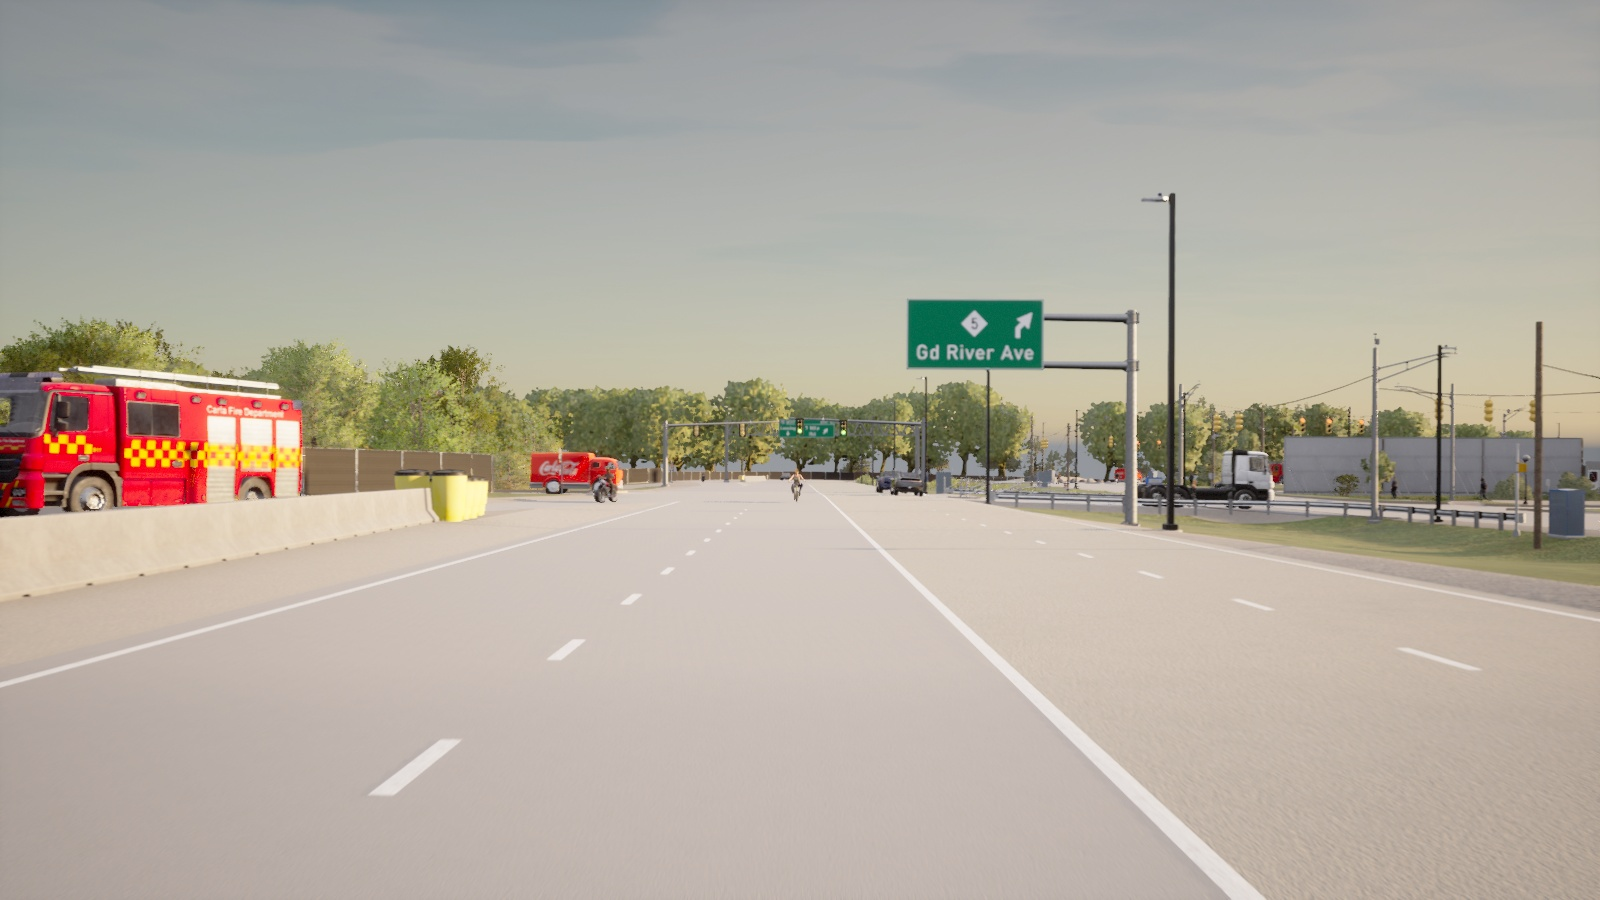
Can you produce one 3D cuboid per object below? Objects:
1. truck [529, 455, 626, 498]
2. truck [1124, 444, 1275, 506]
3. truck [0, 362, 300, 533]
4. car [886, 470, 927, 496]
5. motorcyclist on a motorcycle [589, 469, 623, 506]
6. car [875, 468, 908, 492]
[{"bbox_3d":[-12.949,1.508,73.494,5.204,2.467,2.627,0,-1,0],"label":"truck"},{"bbox_3d":[23.323,1.469,73.585,7.936,3.462,2.891,1,-1,1],"label":"truck"},{"bbox_3d":[-17.282,0.037,32.572,2.891,3.827,8.468,0,-1,22],"label":"truck"},{"bbox_3d":[6.833,2.094,80.725,2.128,1.511,4.902,2,-1,0],"label":"car"},{"bbox_3d":[-8.760,1.667,56.846,0.766,1.649,2.350,0,-1,12],"label":"motorcyclist on a motorcycle"},{"bbox_3d":[6.789,2.243,93.351,2.097,1.767,4.553,0,-1,0],"label":"car"}]
